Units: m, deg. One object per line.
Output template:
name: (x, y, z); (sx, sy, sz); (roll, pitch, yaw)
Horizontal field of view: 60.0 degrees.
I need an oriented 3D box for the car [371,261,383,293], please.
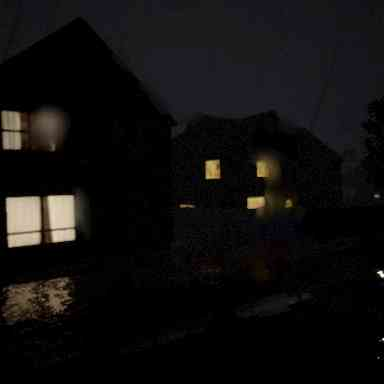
car: (6.222, 1.522, 7.511); (5.357, 1.411, 2.033); (0, 0, -35)
